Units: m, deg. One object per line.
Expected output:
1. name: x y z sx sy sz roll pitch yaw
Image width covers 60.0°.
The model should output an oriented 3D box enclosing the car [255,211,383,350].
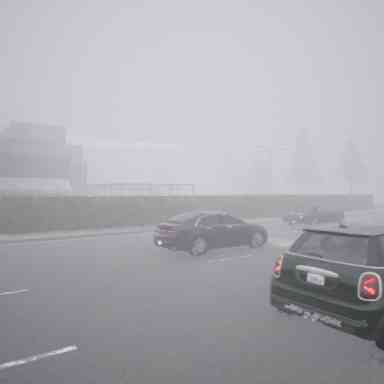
1. car: 3.624 1.351 6.326 4.553 1.767 2.097 0 0 -35

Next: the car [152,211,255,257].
1. car: 0.843 1.504 12.939 4.892 1.490 1.837 0 0 -35

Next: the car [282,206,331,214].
1. car: 8.311 1.598 22.557 4.718 1.301 1.895 0 0 -35
